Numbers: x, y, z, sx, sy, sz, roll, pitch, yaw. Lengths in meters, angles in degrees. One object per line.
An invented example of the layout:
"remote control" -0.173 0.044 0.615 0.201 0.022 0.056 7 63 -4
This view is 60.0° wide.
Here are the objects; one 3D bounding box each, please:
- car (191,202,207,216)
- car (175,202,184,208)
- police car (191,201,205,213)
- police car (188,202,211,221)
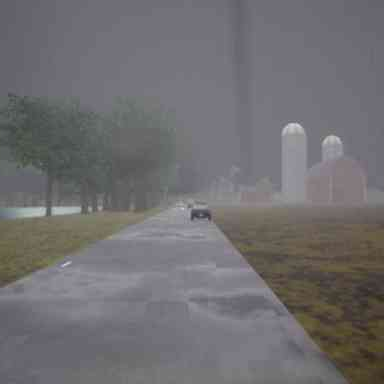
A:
"car" 0.836 2.140 42.532 1.882 1.535 5.008 0 -1 0
"car" -2.733 2.789 71.763 1.812 1.442 4.674 0 -1 0
"police car" 0.837 2.204 48.642 1.930 1.638 5.238 0 -1 0
"police car" 0.833 1.906 32.644 1.930 1.638 5.238 0 -1 0
